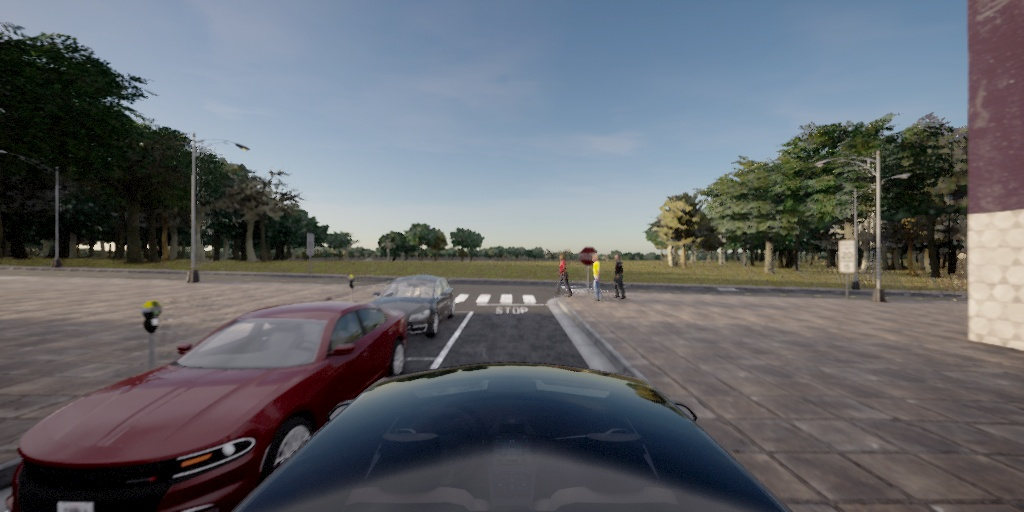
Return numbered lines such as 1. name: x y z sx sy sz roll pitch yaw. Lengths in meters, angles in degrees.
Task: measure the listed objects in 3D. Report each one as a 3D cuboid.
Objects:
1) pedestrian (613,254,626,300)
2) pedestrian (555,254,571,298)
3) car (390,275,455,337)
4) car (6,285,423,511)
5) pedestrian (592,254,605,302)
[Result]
1. pedestrian: 4.253 0.822 14.291 0.375 1.860 0.375 1 0 0
2. pedestrian: 2.122 0.803 14.891 0.375 1.860 0.375 1 0 0
3. car: -2.639 1.246 9.955 2.007 1.370 4.403 0 0 0
4. car: -2.637 1.277 4.414 1.888 1.381 4.507 0 0 0
5. pedestrian: 3.256 0.810 13.691 0.375 1.860 0.375 1 0 0
